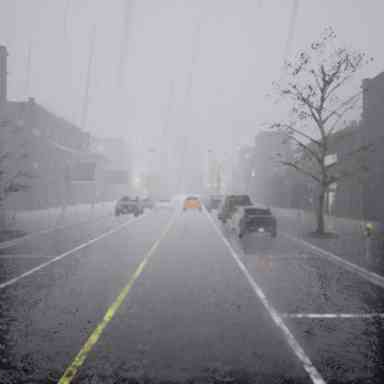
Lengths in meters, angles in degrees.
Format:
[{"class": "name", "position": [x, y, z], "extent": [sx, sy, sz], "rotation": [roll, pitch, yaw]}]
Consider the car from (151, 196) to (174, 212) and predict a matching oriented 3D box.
[{"class": "car", "position": [-3.100, 1.446, 37.090], "extent": [1.812, 1.442, 4.674], "rotation": [0, 0, 0]}]

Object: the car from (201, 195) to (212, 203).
[{"class": "car", "position": [2.737, 1.395, 63.830], "extent": [1.752, 1.417, 4.829], "rotation": [0, 0, 0]}]

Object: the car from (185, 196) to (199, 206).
[{"class": "car", "position": [0.038, 1.379, 53.810], "extent": [2.128, 1.511, 4.902], "rotation": [0, 0, 0]}]

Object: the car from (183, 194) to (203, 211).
[{"class": "car", "position": [0.039, 1.269, 39.651], "extent": [2.097, 1.767, 4.553], "rotation": [0, 0, 0]}]

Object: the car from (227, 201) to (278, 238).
[{"class": "car", "position": [3.140, 1.465, 17.468], "extent": [1.837, 1.490, 4.892], "rotation": [0, 0, 0]}]

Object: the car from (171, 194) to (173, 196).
[{"class": "car", "position": [-5.831, 1.399, 76.675], "extent": [2.008, 1.369, 4.403], "rotation": [1, 0, 0]}]

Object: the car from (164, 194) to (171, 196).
[{"class": "car", "position": [-5.773, 1.392, 65.440], "extent": [1.752, 1.417, 4.829], "rotation": [1, 0, 0]}]

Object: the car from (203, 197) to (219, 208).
[{"class": "car", "position": [2.682, 1.466, 47.367], "extent": [1.947, 1.339, 4.313], "rotation": [1, 0, 0]}]

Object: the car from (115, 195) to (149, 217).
[{"class": "car", "position": [-5.691, 1.248, 30.766], "extent": [2.192, 1.841, 5.009], "rotation": [1, 0, 0]}]

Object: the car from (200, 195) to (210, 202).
[{"class": "car", "position": [2.775, 1.406, 72.051], "extent": [2.008, 1.369, 4.403], "rotation": [0, 0, 0]}]

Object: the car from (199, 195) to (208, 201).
[{"class": "car", "position": [2.801, 1.409, 79.596], "extent": [1.947, 1.339, 4.313], "rotation": [0, 0, 0]}]

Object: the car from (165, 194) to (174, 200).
[{"class": "car", "position": [-5.840, 1.271, 87.494], "extent": [1.967, 1.590, 4.097], "rotation": [0, 0, 0]}]

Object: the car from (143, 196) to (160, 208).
[{"class": "car", "position": [-5.697, 1.340, 47.365], "extent": [1.967, 1.590, 4.097], "rotation": [1, 0, 0]}]

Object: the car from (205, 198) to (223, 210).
[{"class": "car", "position": [2.684, 1.477, 41.833], "extent": [1.947, 1.339, 4.313], "rotation": [1, 0, 0]}]

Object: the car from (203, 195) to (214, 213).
[{"class": "car", "position": [2.688, 1.237, 36.300], "extent": [2.192, 1.841, 5.009], "rotation": [1, 0, 0]}]

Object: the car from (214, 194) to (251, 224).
[{"class": "car", "position": [3.099, 1.166, 24.498], "extent": [2.150, 2.045, 5.566], "rotation": [0, 0, 0]}]

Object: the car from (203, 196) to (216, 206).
[{"class": "car", "position": [2.688, 1.435, 52.593], "extent": [1.887, 1.381, 4.507], "rotation": [0, 0, 0]}]

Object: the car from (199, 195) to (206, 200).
[{"class": "car", "position": [2.798, 1.412, 88.597], "extent": [1.802, 1.307, 4.206], "rotation": [0, 0, 0]}]

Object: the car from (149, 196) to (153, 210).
[{"class": "car", "position": [-5.697, 1.493, 41.832], "extent": [1.802, 1.307, 4.206], "rotation": [1, 0, 0]}]
